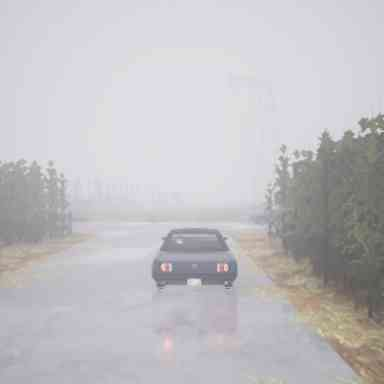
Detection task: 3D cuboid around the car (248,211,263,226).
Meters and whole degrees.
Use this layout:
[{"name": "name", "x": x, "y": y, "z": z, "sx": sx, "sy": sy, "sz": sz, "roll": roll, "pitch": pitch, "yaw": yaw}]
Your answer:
[{"name": "car", "x": 6.495, "y": 1.690, "z": 24.627, "sx": 4.674, "sy": 1.442, "sz": 1.812, "roll": 0, "pitch": 0, "yaw": 0}]

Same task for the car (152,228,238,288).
[{"name": "car", "x": 0.070, "y": 1.664, "z": 9.379, "sx": 1.895, "sy": 1.301, "sz": 4.718, "roll": 0, "pitch": 0, "yaw": 0}]
